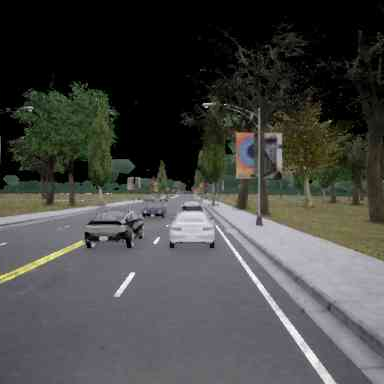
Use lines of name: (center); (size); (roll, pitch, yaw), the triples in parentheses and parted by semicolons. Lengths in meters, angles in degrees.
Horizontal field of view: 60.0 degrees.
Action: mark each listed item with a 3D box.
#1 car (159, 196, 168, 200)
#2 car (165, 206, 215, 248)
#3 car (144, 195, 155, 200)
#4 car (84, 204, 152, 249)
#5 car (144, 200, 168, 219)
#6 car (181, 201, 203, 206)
car: (-6.500, 1.648, 76.163); (1.812, 1.442, 4.674); (0, 0, 0)
car: (0.000, 1.538, 14.650); (1.812, 1.442, 4.674); (0, 0, 0)
car: (-9.750, 1.479, 76.194); (2.097, 1.767, 4.553); (0, 0, 0)
car: (-3.250, 1.500, 14.650); (2.128, 1.511, 4.902); (0, 0, 0)
car: (-3.250, 1.648, 29.681); (1.895, 1.301, 4.718); (0, 0, 0)
car: (0.000, 1.516, 29.651); (1.882, 1.535, 5.008); (0, 0, 0)
